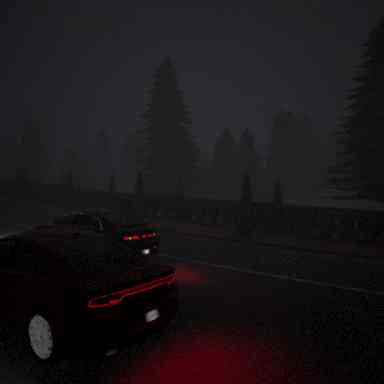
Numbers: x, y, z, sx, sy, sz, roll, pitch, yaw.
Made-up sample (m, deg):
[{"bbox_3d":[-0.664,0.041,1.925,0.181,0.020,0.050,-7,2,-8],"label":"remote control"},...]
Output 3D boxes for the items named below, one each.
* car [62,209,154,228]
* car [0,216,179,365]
[{"bbox_3d":[-3.208,1.296,10.578,4.892,1.490,1.837,3,2,35],"label":"car"},{"bbox_3d":[-2.526,1.381,5.790,5.008,1.535,1.882,2,1,36],"label":"car"}]
